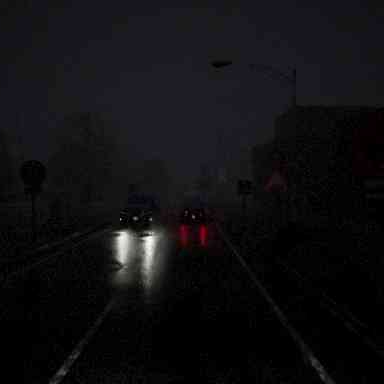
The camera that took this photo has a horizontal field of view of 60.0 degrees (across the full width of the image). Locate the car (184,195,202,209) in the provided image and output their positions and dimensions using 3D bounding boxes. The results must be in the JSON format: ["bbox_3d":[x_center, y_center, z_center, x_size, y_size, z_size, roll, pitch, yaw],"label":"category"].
[{"bbox_3d":[0.091,1.195,40.976,2.128,1.511,4.902,0,1,0],"label":"car"}]

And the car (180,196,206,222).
[{"bbox_3d":[0.093,1.284,25.383,1.812,1.442,4.674,0,6,0],"label":"car"}]

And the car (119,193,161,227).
[{"bbox_3d":[-3.345,1.136,22.432,2.150,2.045,5.566,0,2,0],"label":"car"}]
